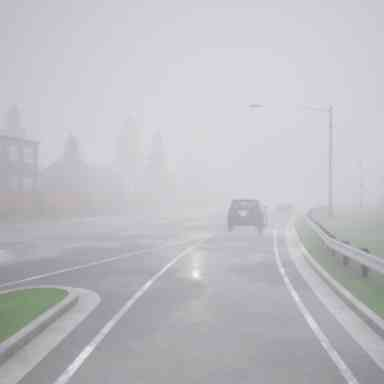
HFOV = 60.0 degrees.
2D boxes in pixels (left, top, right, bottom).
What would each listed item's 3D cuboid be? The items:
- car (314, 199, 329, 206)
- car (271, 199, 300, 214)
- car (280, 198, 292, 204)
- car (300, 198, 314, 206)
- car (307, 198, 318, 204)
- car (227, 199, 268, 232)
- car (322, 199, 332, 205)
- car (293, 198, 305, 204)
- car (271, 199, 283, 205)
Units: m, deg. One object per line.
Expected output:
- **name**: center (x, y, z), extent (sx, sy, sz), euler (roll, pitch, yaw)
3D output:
- **car**: center (30.350, 2.557, 77.556), extent (1.895, 1.301, 4.718), euler (0, -1, 28)
- **car**: center (11.936, 1.983, 42.499), extent (2.128, 1.511, 4.902), euler (0, -1, 26)
- **car**: center (25.772, 2.451, 91.296), extent (2.128, 1.511, 4.902), euler (0, -1, 28)
- **car**: center (27.235, 2.308, 79.151), extent (2.097, 1.767, 4.553), euler (0, -1, 28)
- **car**: center (31.951, 2.469, 88.005), extent (2.128, 1.511, 4.902), euler (0, -1, 28)
- **car**: center (3.759, 1.458, 22.086), extent (2.150, 2.045, 5.566), euler (0, -1, 17)
- **car**: center (35.053, 2.549, 86.386), extent (1.895, 1.301, 4.718), euler (0, -1, 28)
- **car**: center (28.861, 2.475, 89.650), extent (2.033, 1.411, 5.357), euler (0, -1, 28)
- **car**: center (21.069, 2.488, 82.467), extent (1.994, 1.385, 4.181), euler (0, -1, 28)
